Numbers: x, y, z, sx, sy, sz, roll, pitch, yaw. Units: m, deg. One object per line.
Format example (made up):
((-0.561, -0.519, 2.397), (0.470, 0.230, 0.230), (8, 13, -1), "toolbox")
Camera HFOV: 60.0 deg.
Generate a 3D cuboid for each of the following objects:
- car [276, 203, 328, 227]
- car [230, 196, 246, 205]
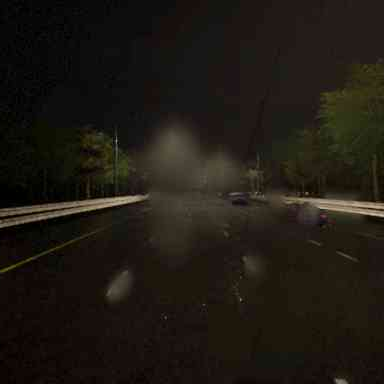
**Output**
((6.998, 1.424, 21.683), (2.033, 1.411, 5.357), (0, 0, 0), "car")
((6.997, 1.277, 50.656), (1.994, 1.385, 4.181), (0, 0, 0), "car")
